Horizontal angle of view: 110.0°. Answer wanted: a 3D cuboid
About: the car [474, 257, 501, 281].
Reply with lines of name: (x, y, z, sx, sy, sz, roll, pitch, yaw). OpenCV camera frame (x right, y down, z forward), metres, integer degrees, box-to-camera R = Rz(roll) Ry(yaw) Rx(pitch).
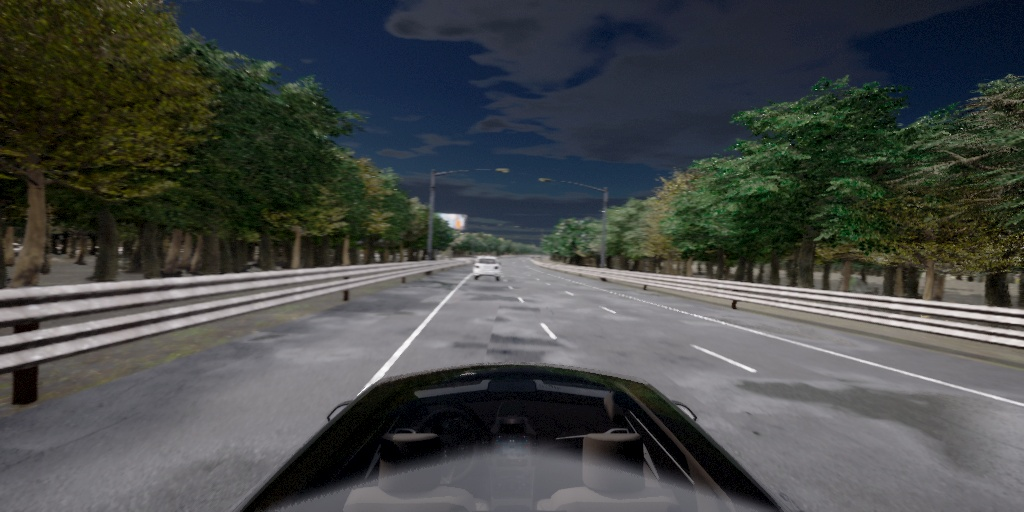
car: (-2.226, 1.094, 32.293, 2.150, 2.045, 5.566, 3, 0, -3)
